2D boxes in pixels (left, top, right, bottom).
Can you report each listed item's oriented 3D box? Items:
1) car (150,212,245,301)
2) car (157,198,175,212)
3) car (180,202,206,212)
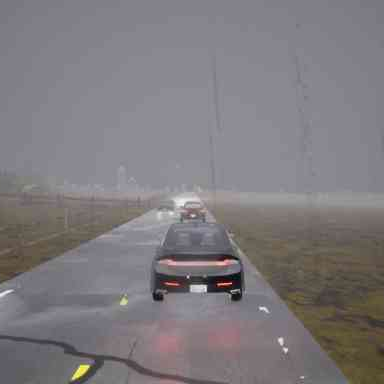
[{"bbox_3d":[0.094,1.485,8.287,2.128,1.511,4.902,0,0,0],"label":"car"},{"bbox_3d":[-2.891,1.414,37.877,2.033,1.411,5.357,0,0,0],"label":"car"},{"bbox_3d":[0.068,1.464,25.274,1.812,1.442,4.674,0,0,0],"label":"car"}]
